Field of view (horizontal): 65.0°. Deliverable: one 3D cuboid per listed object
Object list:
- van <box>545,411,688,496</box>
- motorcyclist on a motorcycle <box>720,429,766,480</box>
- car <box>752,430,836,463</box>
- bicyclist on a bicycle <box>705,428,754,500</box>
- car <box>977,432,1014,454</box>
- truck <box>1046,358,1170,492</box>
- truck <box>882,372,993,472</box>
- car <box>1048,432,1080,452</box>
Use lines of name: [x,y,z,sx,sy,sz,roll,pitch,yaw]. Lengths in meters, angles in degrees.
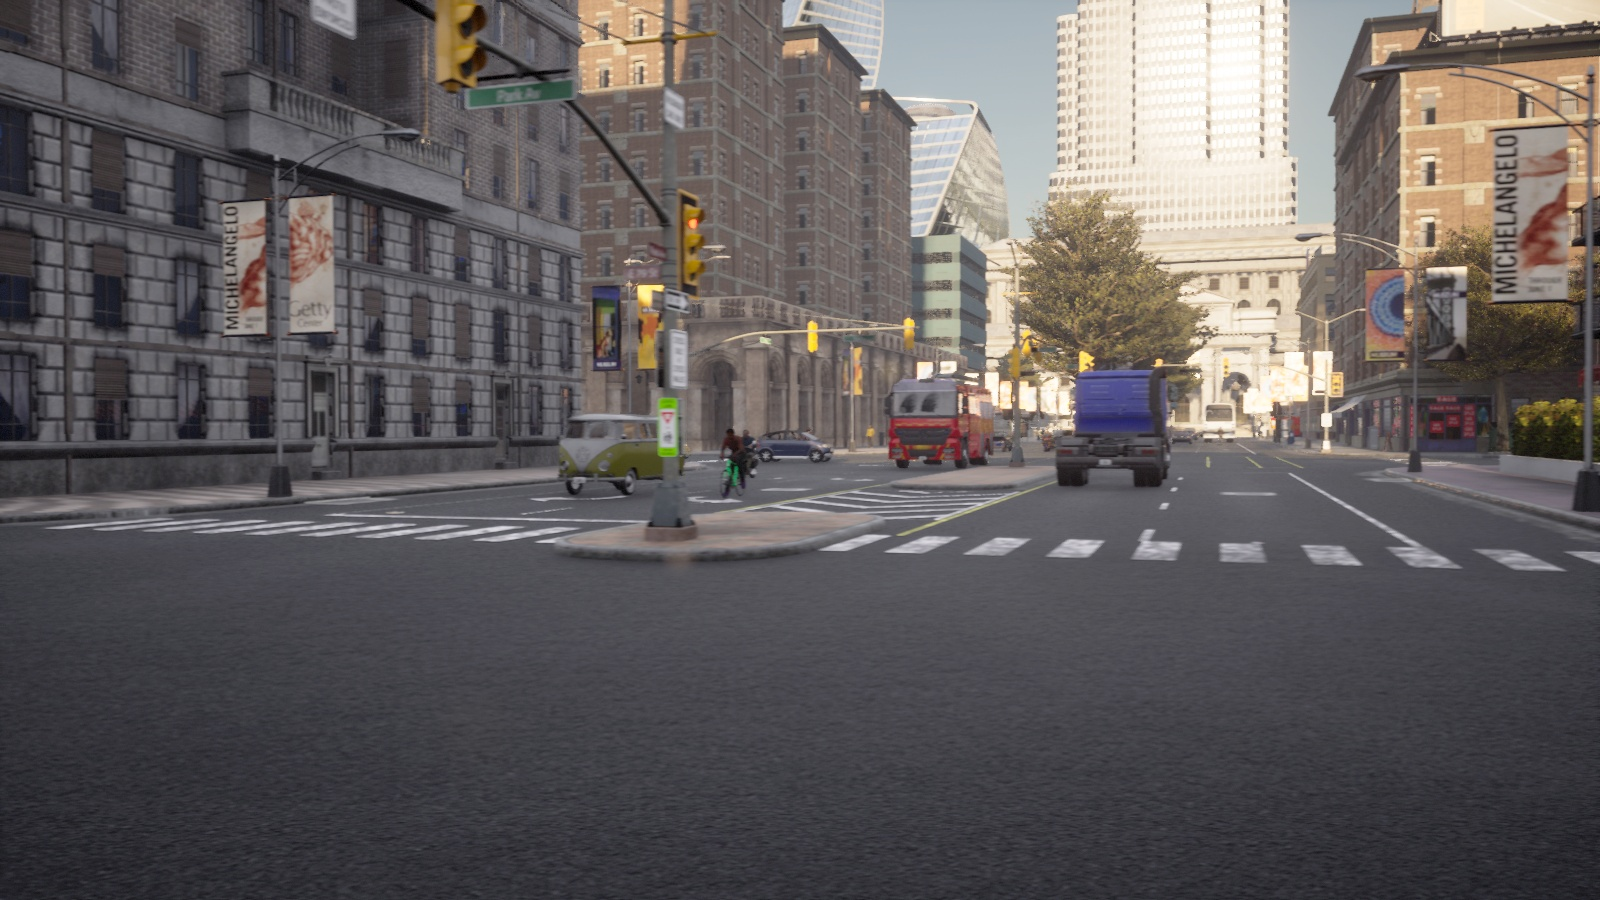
van: [-4.547,0.052,31.830,1.775,1.987,4.442,1,1,18]
motorcyclist on a motorcycle: [-1.808,0.129,40.204,0.866,1.590,1.817,1,1,18]
car: [-0.266,-0.170,60.824,3.705,1.549,1.789,0,1,18]
bicyclist on a bicycle: [-1.643,0.301,29.453,0.582,1.620,1.656,1,1,18]
car: [13.595,-0.506,87.219,1.816,1.474,4.193,1,1,19]
truck: [9.184,-0.710,36.794,2.891,3.462,7.936,1,1,18]
truck: [5.898,-1.156,52.468,2.891,3.827,8.468,1,1,18]
car: [20.348,-0.640,96.665,1.837,1.490,4.892,1,1,18]
